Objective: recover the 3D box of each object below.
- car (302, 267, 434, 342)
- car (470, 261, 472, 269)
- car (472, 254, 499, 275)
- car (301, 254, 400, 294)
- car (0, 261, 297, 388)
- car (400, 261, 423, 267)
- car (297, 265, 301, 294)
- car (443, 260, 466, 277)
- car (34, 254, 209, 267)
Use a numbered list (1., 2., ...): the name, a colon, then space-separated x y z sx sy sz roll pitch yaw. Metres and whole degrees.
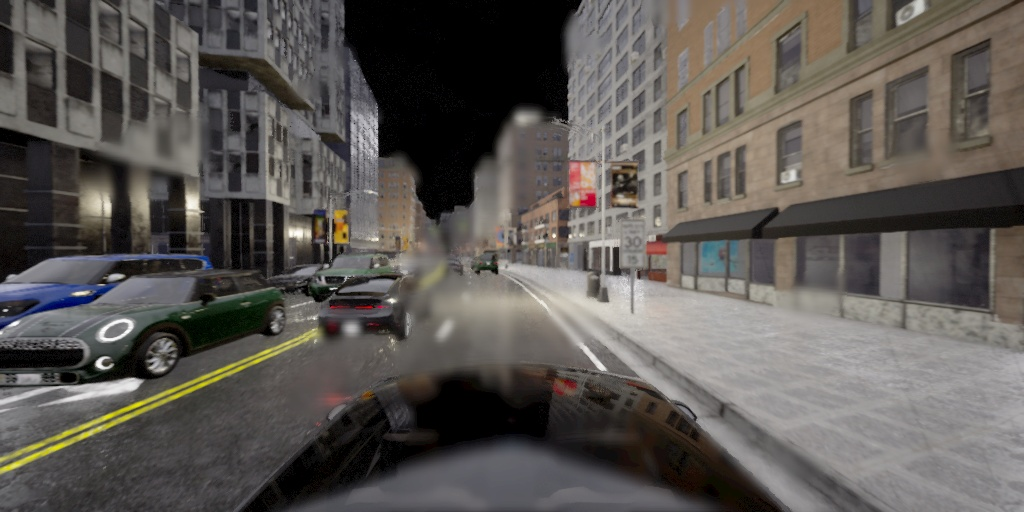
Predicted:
1. car: -3.355 1.226 9.730 1.837 1.490 4.892 0 0 -2
2. car: -4.713 1.075 49.562 1.837 1.490 4.892 0 1 -10
3. car: -2.688 0.827 37.326 2.150 2.045 5.566 0 0 -9
4. car: -7.173 0.922 16.748 2.150 2.045 5.566 0 0 -4
5. car: -6.734 1.093 7.185 2.097 1.767 4.553 0 0 -2
6. car: -8.329 1.146 29.347 2.128 1.511 4.902 0 0 -7
7. car: -10.569 1.180 18.675 1.882 1.535 5.008 0 0 -4
8. car: -5.425 1.132 33.776 1.837 1.490 4.892 0 0 -8
9. car: -10.026 0.964 8.835 2.150 2.045 5.566 0 0 -2
